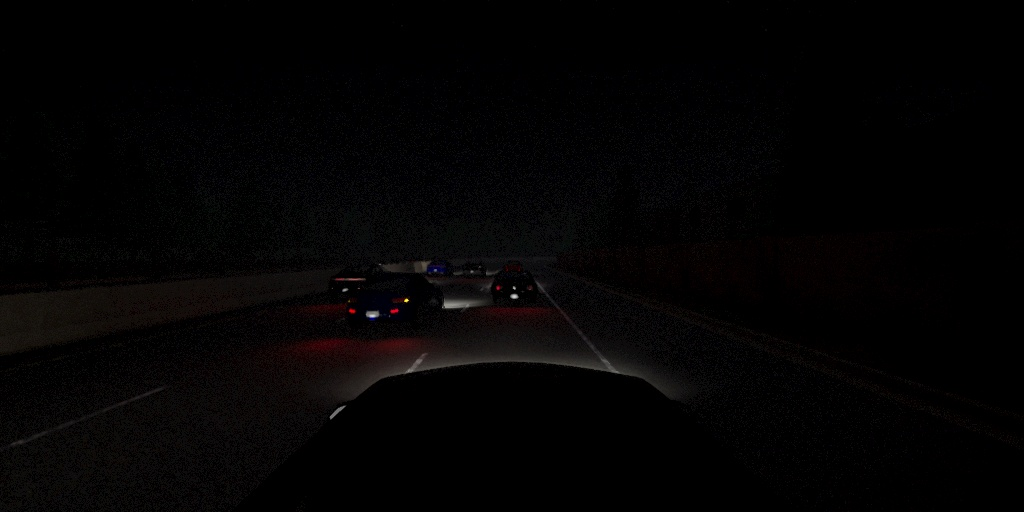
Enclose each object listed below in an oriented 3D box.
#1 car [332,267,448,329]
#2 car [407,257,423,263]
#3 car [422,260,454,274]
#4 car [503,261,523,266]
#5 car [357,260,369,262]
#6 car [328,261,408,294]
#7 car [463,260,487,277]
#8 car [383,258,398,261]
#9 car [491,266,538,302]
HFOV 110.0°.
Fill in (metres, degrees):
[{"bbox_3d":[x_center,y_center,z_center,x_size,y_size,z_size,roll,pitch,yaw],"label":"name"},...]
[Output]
[{"bbox_3d":[-3.402,1.243,11.049,1.812,1.442,4.674,0,0,0],"label":"car"},{"bbox_3d":[-14.068,0.925,52.160,2.097,1.767,4.553,0,0,0],"label":"car"},{"bbox_3d":[-6.901,1.112,34.749,1.882,1.535,5.008,0,0,0],"label":"car"},{"bbox_3d":[0.085,1.163,34.203,1.812,1.442,4.674,0,0,0],"label":"car"},{"bbox_3d":[-21.069,1.182,50.124,1.895,1.301,4.718,0,0,0],"label":"car"},{"bbox_3d":[-6.900,1.187,17.246,2.128,1.511,4.902,0,0,0],"label":"car"},{"bbox_3d":[-3.401,1.132,33.166,2.128,1.511,4.902,0,0,0],"label":"car"},{"bbox_3d":[-17.576,1.083,51.549,1.837,1.490,4.892,0,0,0],"label":"car"},{"bbox_3d":[0.100,1.299,16.505,1.895,1.301,4.718,0,0,0],"label":"car"}]
